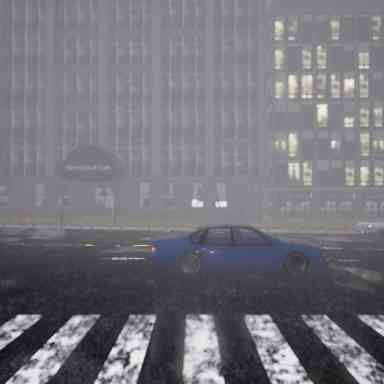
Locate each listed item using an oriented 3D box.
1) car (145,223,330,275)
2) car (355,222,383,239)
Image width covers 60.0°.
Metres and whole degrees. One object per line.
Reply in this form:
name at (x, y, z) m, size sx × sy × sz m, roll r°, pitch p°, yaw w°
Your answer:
car at (1.307, 1.683, 10.315) m, size 5.357 × 1.411 × 2.033 m, roll 0°, pitch -1°, yaw 1°
car at (12.488, 2.135, 20.026) m, size 4.718 × 1.301 × 1.895 m, roll 1°, pitch -1°, yaw 1°
